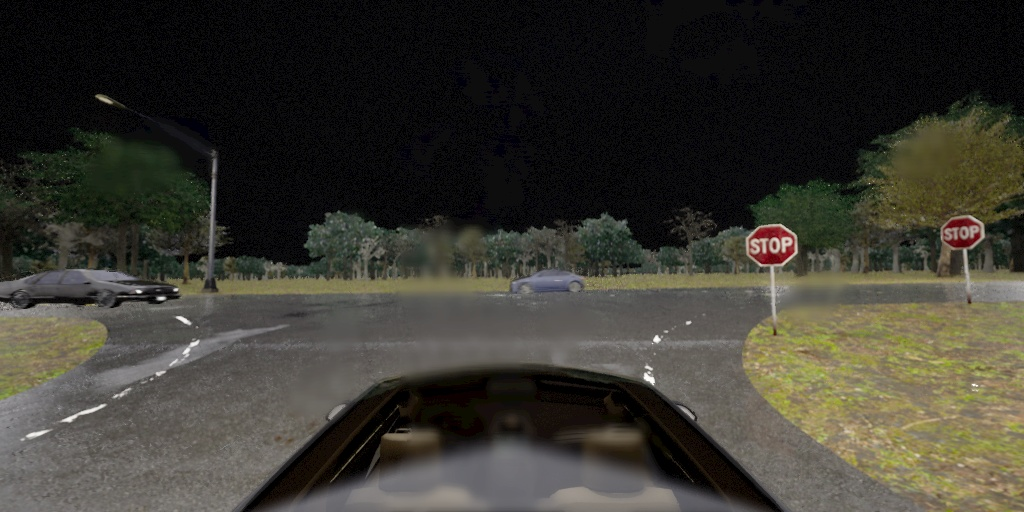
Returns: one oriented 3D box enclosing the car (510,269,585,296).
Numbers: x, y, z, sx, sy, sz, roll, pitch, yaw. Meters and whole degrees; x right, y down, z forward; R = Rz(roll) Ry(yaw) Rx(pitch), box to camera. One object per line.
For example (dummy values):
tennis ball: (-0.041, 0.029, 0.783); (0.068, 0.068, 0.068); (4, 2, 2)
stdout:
car: (1.953, 1.432, 20.160); (4.181, 1.385, 1.994); (-2, -2, -1)

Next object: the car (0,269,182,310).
car: (-15.469, 1.188, 13.140); (5.357, 1.411, 2.033); (-1, -3, 1)
